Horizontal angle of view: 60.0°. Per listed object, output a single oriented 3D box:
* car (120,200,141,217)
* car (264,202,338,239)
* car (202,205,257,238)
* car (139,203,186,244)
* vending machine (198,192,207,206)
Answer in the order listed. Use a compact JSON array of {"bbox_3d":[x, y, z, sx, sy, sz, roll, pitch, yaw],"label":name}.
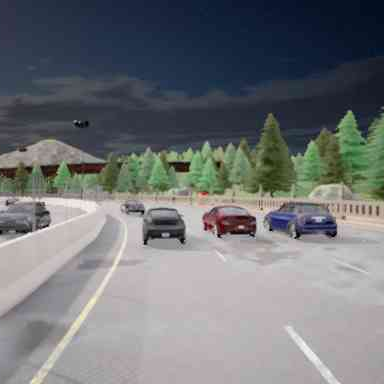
[{"bbox_3d":[-6.082,1.511,33.775,2.033,1.411,5.357,0,0,-20],"label":"car"},{"bbox_3d":[5.397,1.302,17.137,2.097,1.767,4.553,0,0,-9],"label":"car"},{"bbox_3d":[1.805,1.440,17.539,1.882,1.535,5.008,0,0,-10],"label":"car"},{"bbox_3d":[-1.444,1.482,15.838,1.837,1.490,4.892,0,0,-9],"label":"car"},{"bbox_3d":[1.687,1.097,53.051,1.100,2.100,0.880,0,0,-27],"label":"vending machine"}]
